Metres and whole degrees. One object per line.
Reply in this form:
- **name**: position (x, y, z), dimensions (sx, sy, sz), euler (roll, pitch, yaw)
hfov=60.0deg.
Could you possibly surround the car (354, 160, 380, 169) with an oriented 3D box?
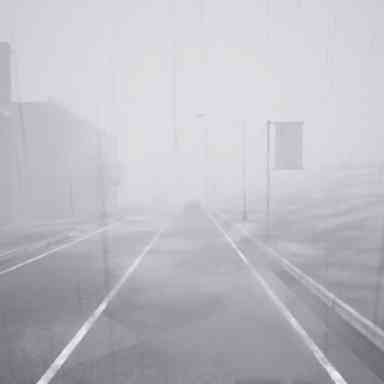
- **car**: position (24.229, -3.471, 44.224), dimensions (2.002, 1.452, 4.674), euler (0, 1, -7)

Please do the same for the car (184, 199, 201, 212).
- **car**: position (0.080, 1.475, 38.207), dimensions (1.812, 1.442, 4.674), euler (0, 0, 0)

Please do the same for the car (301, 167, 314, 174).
- **car**: position (22.436, -3.836, 60.893), dimensions (2.097, 1.535, 5.008), euler (0, 1, -4)

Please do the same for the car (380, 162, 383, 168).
- **car**: position (25.035, -3.404, 38.863), dimensions (2.231, 1.521, 4.892), euler (0, 1, -9)

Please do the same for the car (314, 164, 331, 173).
- **car**: position (22.905, -3.854, 55.388), dimensions (2.185, 1.767, 4.553), euler (0, 1, -5)

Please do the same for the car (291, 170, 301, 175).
- **car**: position (22.083, -3.904, 66.430), dimensions (2.002, 1.452, 4.674), euler (0, 1, -3)

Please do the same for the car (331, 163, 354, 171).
- **car**: position (23.526, -3.588, 49.697), dimensions (2.163, 1.488, 4.792), euler (0, 1, -6)

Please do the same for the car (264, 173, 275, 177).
- **car**: position (21.479, -4.399, 88.426), dimensions (2.185, 1.767, 4.553), euler (0, 1, -1)

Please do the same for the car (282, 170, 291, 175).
- **car**: position (21.849, -4.046, 71.972), dimensions (2.231, 1.521, 4.892), euler (0, 1, -1)

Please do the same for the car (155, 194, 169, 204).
- **car**: position (-6.375, 1.533, 70.268), dimensions (2.150, 2.045, 5.566), euler (0, -1, -17)

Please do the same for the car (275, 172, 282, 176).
- **car**: position (21.719, -4.130, 77.489), dimensions (2.231, 1.521, 4.892), euler (0, 1, -1)
